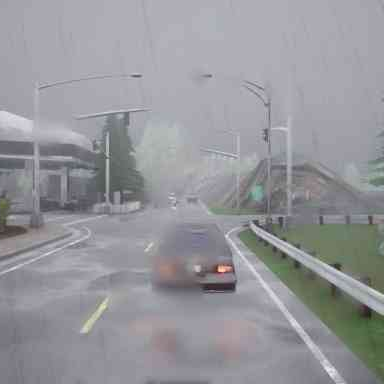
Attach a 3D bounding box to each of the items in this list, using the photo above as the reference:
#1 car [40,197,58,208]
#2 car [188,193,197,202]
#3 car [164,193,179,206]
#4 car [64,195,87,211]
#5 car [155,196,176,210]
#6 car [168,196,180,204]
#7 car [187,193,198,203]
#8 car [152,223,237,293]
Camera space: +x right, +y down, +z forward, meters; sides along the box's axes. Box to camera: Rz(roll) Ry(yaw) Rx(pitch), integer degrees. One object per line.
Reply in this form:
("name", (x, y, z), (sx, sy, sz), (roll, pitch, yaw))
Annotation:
("car", (-20.204, 1.480, 45.872), (2.242, 1.667, 4.611), (0, 0, -1))
("car", (0.046, 1.225, 81.130), (2.150, 2.045, 5.566), (0, 0, -2))
("car", (-3.553, 1.221, 52.874), (2.150, 2.045, 5.566), (0, 0, 0))
("car", (-14.500, 1.313, 41.591), (1.905, 1.878, 3.866), (0, 0, -1))
("car", (-3.567, 1.547, 42.267), (2.033, 1.411, 5.357), (0, 0, 0))
("car", (-3.493, 1.547, 65.289), (2.033, 1.411, 5.357), (0, 0, 1))
("car", (0.134, 1.478, 70.504), (1.882, 1.535, 5.008), (0, 0, 0))
("car", (0.075, 1.547, 8.975), (2.033, 1.411, 5.357), (0, 0, 1))
